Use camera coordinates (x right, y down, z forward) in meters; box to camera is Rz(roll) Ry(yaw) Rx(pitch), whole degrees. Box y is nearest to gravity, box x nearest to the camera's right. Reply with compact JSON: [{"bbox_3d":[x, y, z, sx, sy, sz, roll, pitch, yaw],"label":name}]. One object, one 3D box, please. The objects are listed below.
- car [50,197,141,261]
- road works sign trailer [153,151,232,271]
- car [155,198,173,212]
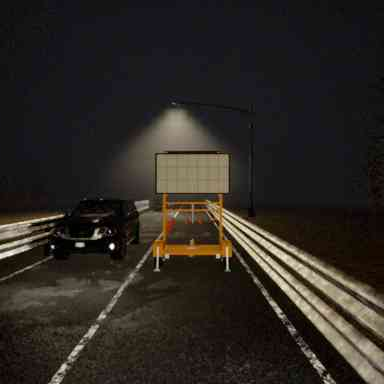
[{"bbox_3d":[-3.335,1.225,12.684,2.150,2.045,5.566,0,0,0],"label":"car"},{"bbox_3d":[0.024,0.467,10.859,2.380,3.560,2.880,0,0,0],"label":"road works sign trailer"},{"bbox_3d":[-3.201,1.489,38.788,1.882,1.535,5.008,0,0,0],"label":"car"}]
